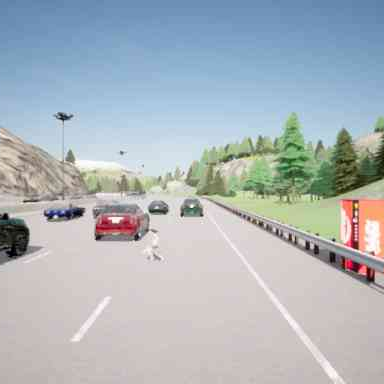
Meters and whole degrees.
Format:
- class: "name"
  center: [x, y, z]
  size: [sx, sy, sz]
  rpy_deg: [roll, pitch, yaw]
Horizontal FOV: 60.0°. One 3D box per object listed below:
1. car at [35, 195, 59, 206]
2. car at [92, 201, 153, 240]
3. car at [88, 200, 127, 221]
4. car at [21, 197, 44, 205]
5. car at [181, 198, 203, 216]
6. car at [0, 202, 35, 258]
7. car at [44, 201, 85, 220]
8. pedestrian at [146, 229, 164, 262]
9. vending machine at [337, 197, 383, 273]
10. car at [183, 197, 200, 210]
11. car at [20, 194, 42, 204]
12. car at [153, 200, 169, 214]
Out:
- class: "car"
  center: [-24.782, 1.352, 57.160]
  size: [2.097, 1.767, 4.553]
  rpy_deg: [0, 0, 0]
- class: "car"
  center: [-3.464, 1.352, 17.223]
  size: [2.097, 1.767, 4.553]
  rpy_deg: [0, 0, 0]
- class: "car"
  center: [-7.006, 1.491, 28.167]
  size: [2.128, 1.511, 4.902]
  rpy_deg: [0, 0, 0]
- class: "car"
  center: [-28.253, 1.600, 59.165]
  size: [1.895, 1.301, 4.718]
  rpy_deg: [0, 0, 0]
- class: "car"
  center: [-0.030, 1.352, 32.318]
  size: [2.097, 1.767, 4.553]
  rpy_deg: [0, 0, -1]
- class: "car"
  center: [-6.934, 1.221, 9.686]
  size: [2.150, 2.045, 5.566]
  rpy_deg: [0, 0, 0]
- class: "car"
  center: [-10.504, 1.601, 27.834]
  size: [1.895, 1.301, 4.718]
  rpy_deg: [0, 0, 0]
- class: "pedestrian"
  center: [-1.187, 1.674, 10.719]
  size: [0.500, 1.100, 0.500]
  rpy_deg: [0, 0, 0]
- class: "vending machine"
  center: [4.964, 1.195, 9.694]
  size: [1.100, 2.100, 0.880]
  rpy_deg: [0, 0, 0]
- class: "car"
  center: [-0.097, 1.491, 44.431]
  size: [2.128, 1.511, 4.902]
  rpy_deg: [0, 0, 0]
- class: "car"
  center: [-31.746, 1.355, 65.732]
  size: [2.097, 1.767, 4.553]
  rpy_deg: [0, 0, 0]
- class: "car"
  center: [-3.531, 1.563, 35.285]
  size: [1.994, 1.385, 4.181]
  rpy_deg: [0, 0, 0]
